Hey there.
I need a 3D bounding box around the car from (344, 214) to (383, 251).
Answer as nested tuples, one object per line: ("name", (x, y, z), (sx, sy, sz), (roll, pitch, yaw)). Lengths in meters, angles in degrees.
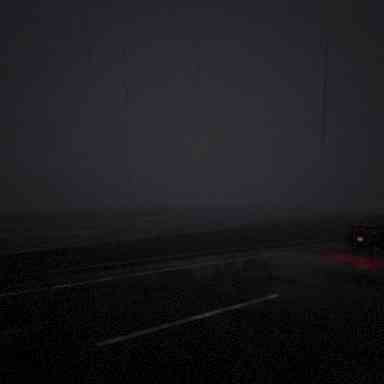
("car", (8.469, 1.627, 13.653), (5.008, 1.535, 1.882), (0, 0, -29))
